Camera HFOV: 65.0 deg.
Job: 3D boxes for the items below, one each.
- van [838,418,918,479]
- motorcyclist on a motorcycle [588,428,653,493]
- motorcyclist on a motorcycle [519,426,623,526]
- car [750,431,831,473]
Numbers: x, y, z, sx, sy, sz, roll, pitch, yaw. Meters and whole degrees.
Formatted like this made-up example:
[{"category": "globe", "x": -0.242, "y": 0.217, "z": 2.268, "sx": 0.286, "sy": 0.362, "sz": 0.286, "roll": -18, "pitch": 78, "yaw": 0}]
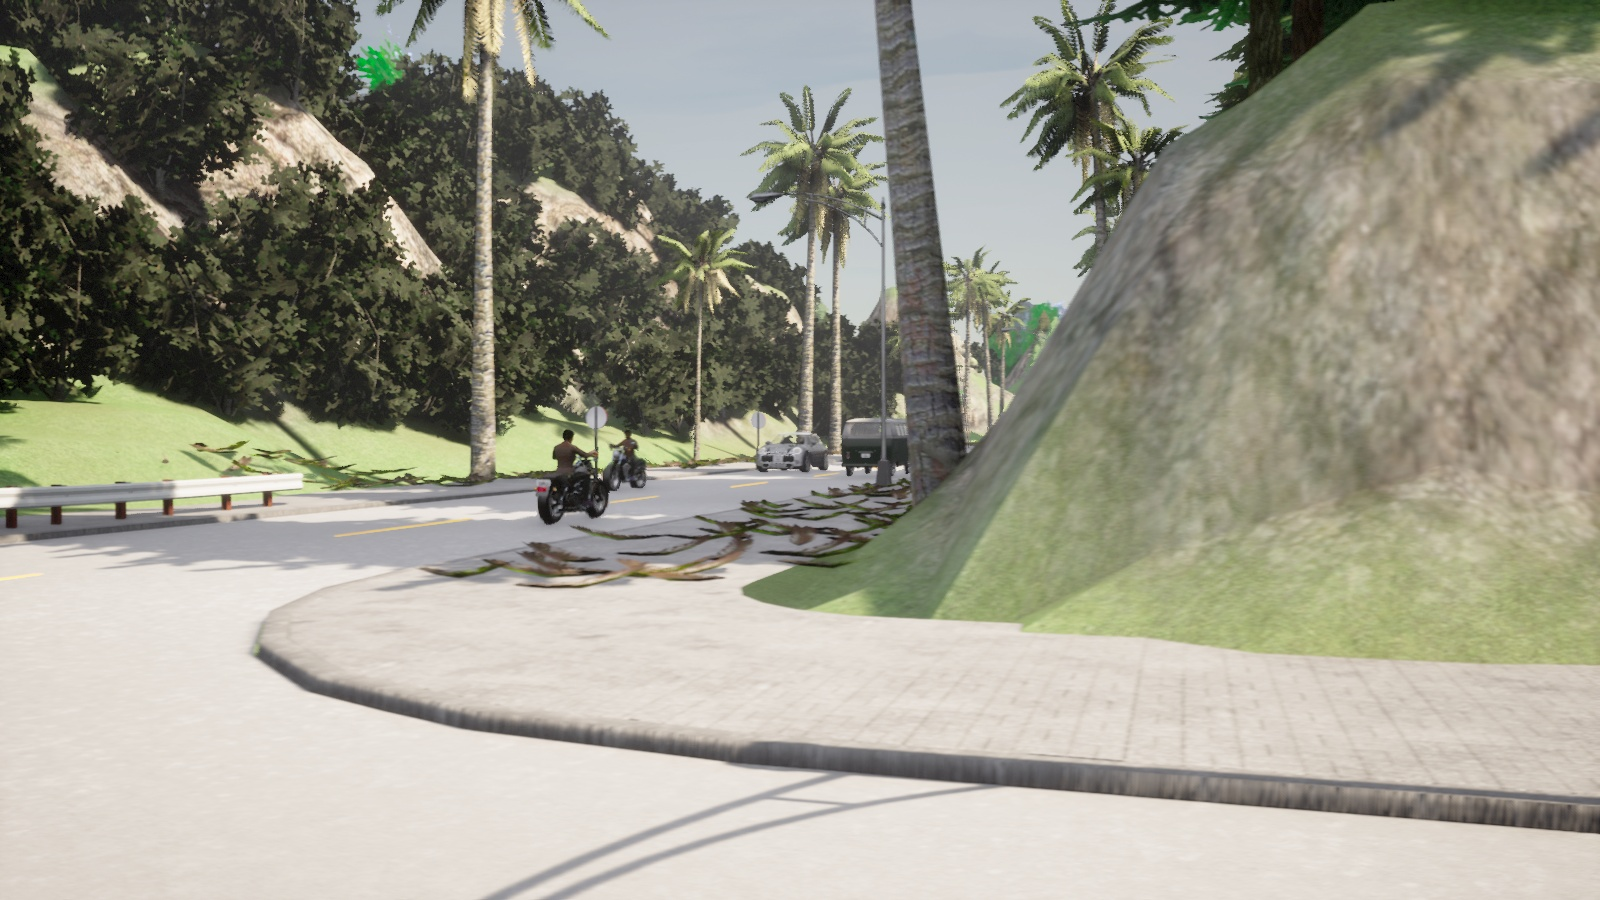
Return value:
[{"category": "van", "x": 2.770, "y": -0.098, "z": 43.584, "sx": 1.775, "sy": 1.987, "sz": 4.442, "roll": 0, "pitch": 1, "yaw": 17}, {"category": "motorcyclist on a motorcycle", "x": -4.686, "y": 0.237, "z": 33.018, "sx": 0.766, "sy": 1.649, "sz": 2.350, "roll": 0, "pitch": 1, "yaw": 17}, {"category": "motorcyclist on a motorcycle", "x": -3.951, "y": 0.416, "z": 21.887, "sx": 0.766, "sy": 1.649, "sz": 2.350, "roll": 0, "pitch": 1, "yaw": 17}, {"category": "car", "x": -0.311, "y": 0.046, "z": 47.161, "sx": 1.970, "sy": 1.475, "sz": 3.806, "roll": 0, "pitch": 1, "yaw": 17}]
